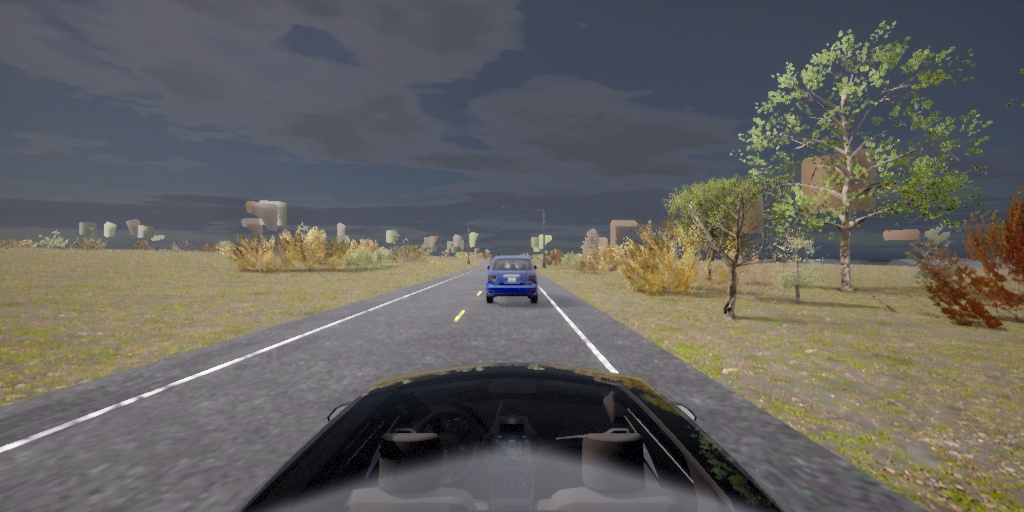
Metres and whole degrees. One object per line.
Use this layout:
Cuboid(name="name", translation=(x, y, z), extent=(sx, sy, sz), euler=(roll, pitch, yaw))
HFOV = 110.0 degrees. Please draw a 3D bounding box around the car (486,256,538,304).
Cuboid(name="car", translation=(0.000, 1.010, 16.531), extent=(2.150, 2.045, 5.566), euler=(0, 0, 0))
